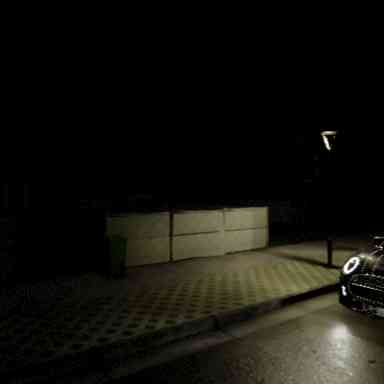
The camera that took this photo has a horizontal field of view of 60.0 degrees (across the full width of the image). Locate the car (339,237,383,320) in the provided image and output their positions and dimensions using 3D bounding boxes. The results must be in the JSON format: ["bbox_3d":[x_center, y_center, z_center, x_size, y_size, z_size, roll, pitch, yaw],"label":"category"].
[{"bbox_3d":[4.928,1.347,6.586,4.553,1.767,2.097,0,0,-35],"label":"car"}]
